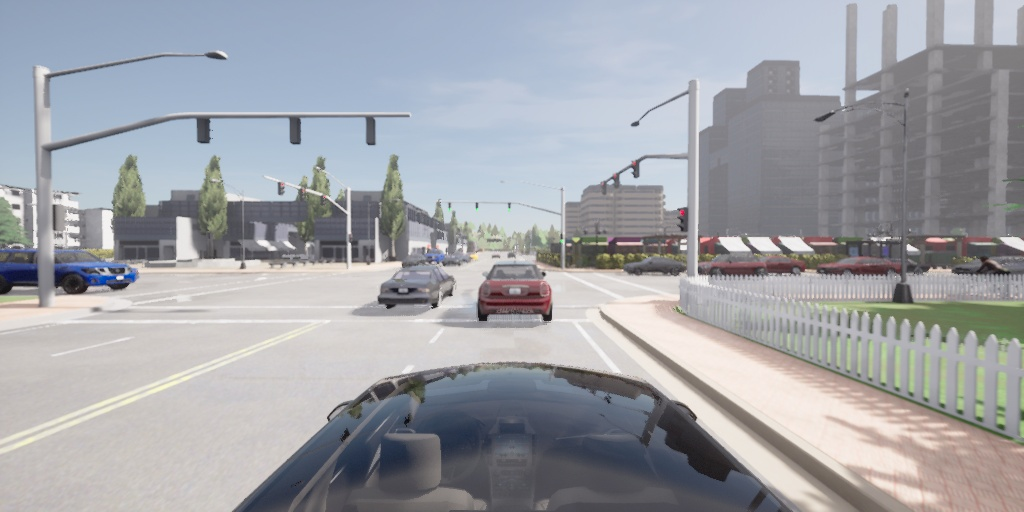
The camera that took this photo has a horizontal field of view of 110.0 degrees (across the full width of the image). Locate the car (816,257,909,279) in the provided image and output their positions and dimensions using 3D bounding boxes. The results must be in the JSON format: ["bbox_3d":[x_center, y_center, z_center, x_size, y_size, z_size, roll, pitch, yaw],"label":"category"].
[{"bbox_3d":[24.272,0.800,25.246,5.008,1.535,1.882,0,1,-1],"label":"car"}]

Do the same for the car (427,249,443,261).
[{"bbox_3d":[-10.634,0.109,49.021,2.150,2.045,5.566,0,1,0],"label":"car"}]

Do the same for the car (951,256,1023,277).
[{"bbox_3d":[34.333,0.823,25.499,4.892,1.490,1.837,0,1,-1],"label":"car"}]

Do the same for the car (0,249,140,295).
[{"bbox_3d":[-21.471,0.691,17.012,5.566,2.045,2.150,0,1,-2],"label":"car"}]

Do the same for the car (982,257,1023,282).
[{"bbox_3d":[32.020,0.950,21.753,4.181,1.385,1.994,0,1,-2],"label":"car"}]

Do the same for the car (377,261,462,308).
[{"bbox_3d":[-3.414,1.077,13.756,2.033,1.411,5.357,0,1,0],"label":"car"}]

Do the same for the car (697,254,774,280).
[{"bbox_3d":[15.059,0.678,25.006,4.553,1.767,2.097,0,1,-1],"label":"car"}]

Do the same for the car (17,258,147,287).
[{"bbox_3d":[-24.299,0.885,20.415,5.008,1.535,1.882,0,1,-2],"label":"car"}]

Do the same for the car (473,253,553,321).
[{"bbox_3d":[0.084,0.920,11.671,2.097,1.767,4.553,0,1,0],"label":"car"}]

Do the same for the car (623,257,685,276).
[{"bbox_3d":[11.208,0.790,28.392,4.674,1.442,1.812,0,1,-1],"label":"car"}]

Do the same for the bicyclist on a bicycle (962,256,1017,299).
[{"bbox_3d":[18.781,0.827,14.117,0.582,1.620,1.656,0,1,-1],"label":"bicyclist on a bicycle"}]

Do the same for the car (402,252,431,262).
[{"bbox_3d":[-10.635,0.572,39.167,1.837,1.490,4.892,0,1,0],"label":"car"}]

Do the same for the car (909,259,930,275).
[{"bbox_3d":[30.431,0.857,28.909,4.718,1.301,1.895,0,1,-1],"label":"car"}]

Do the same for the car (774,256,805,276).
[{"bbox_3d":[20.532,0.738,28.653,5.008,1.535,1.882,0,1,-1],"label":"car"}]

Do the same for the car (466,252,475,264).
[{"bbox_3d":[-7.128,0.363,52.987,2.033,1.411,5.357,0,1,0],"label":"car"}]

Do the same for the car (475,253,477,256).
[{"bbox_3d":[-7.063,0.107,63.197,1.882,1.535,5.008,0,1,0],"label":"car"}]

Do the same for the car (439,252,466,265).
[{"bbox_3d":[-7.137,0.548,43.746,1.994,1.385,4.181,0,1,0],"label":"car"}]
